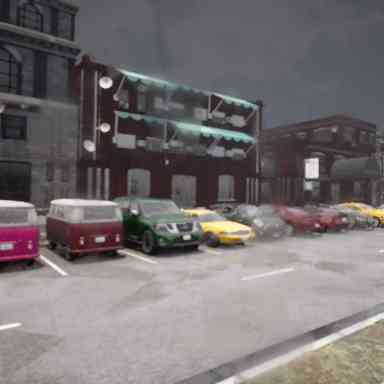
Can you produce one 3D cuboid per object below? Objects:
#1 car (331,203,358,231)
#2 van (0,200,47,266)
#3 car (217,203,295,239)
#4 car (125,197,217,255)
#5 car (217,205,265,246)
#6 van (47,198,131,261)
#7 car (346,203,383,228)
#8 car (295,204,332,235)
[{"bbox_3d":[7.168,1.587,20.492,2.163,1.488,4.792,0,0,-35],"label":"car"},{"bbox_3d":[-6.380,1.262,10.986,1.878,1.987,4.442,0,0,-35],"label":"van"},{"bbox_3d":[2.636,1.414,17.275,2.185,1.767,4.553,0,0,-35],"label":"car"},{"bbox_3d":[-1.764,1.266,14.076,2.435,2.045,5.566,0,0,-35],"label":"car"},{"bbox_3d":[0.595,1.527,15.561,1.946,1.575,5.366,0,0,-35],"label":"car"},{"bbox_3d":[-4.213,1.277,12.518,1.878,1.987,4.442,0,0,-35],"label":"van"},{"bbox_3d":[9.448,1.566,22.083,2.231,1.521,4.892,0,0,-35],"label":"car"},{"bbox_3d":[4.922,1.549,18.854,2.097,1.535,5.008,0,0,-35],"label":"car"}]
